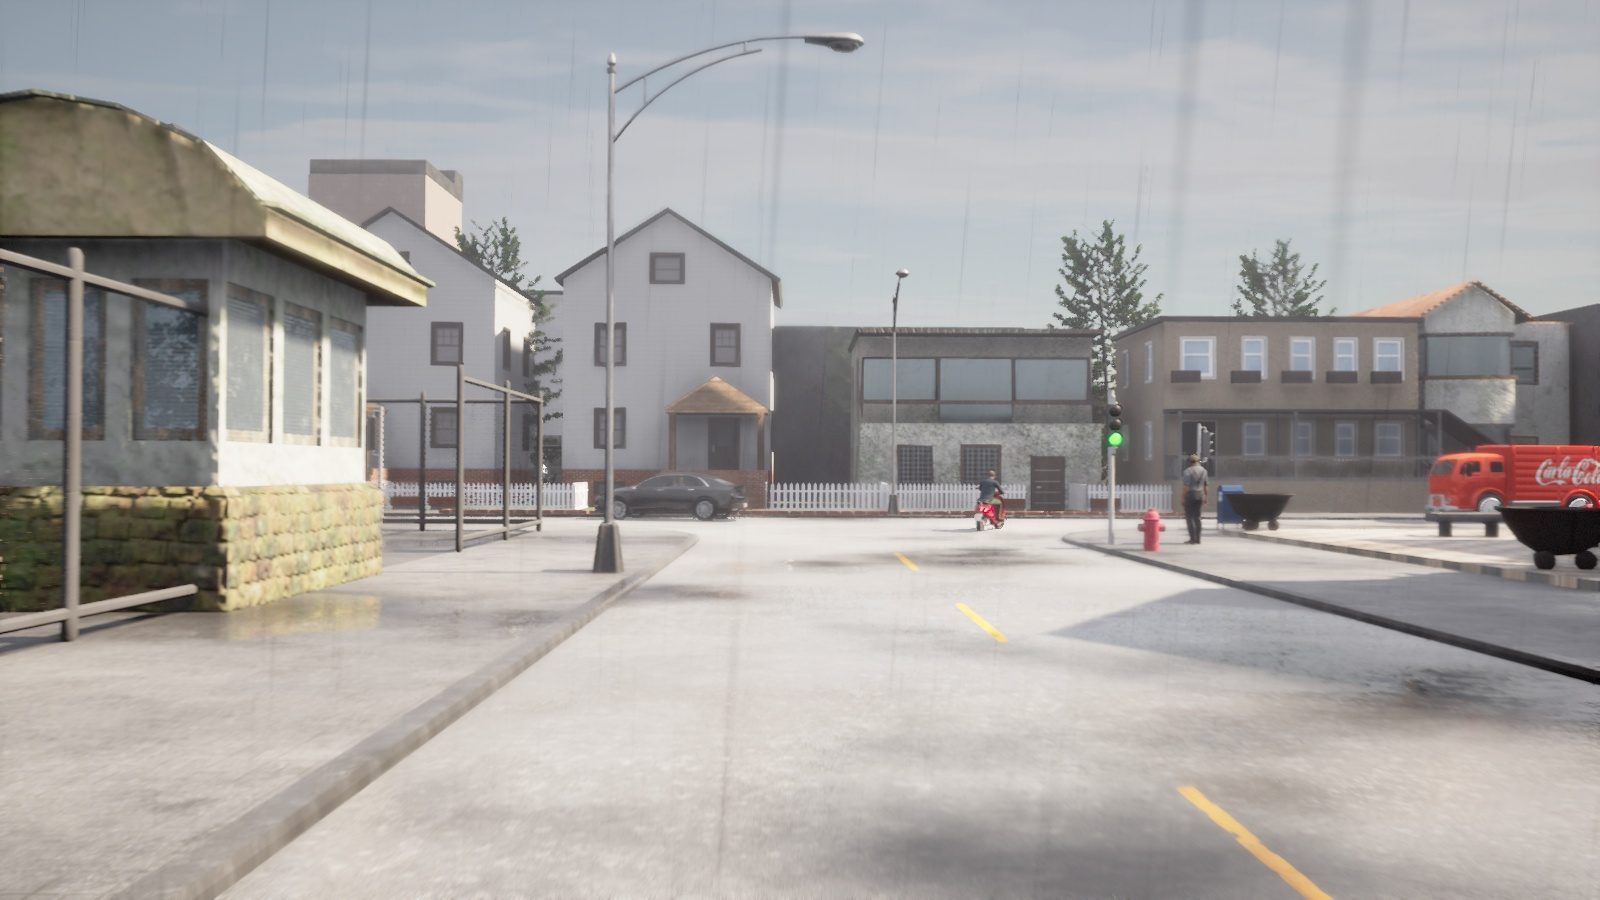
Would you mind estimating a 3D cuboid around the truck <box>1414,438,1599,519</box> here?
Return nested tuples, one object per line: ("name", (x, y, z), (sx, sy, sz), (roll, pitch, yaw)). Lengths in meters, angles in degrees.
("truck", (22.787, 0.905, 39.911), (5.204, 2.467, 2.627), (0, -1, -1))

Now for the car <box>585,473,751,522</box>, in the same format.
("car", (-4.146, 1.502, 39.667), (4.892, 1.490, 1.837), (0, -1, 12))

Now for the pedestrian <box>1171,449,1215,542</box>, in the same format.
("pedestrian", (7.972, 0.915, 25.487), (0.540, 1.848, 0.694), (0, -1, -18))

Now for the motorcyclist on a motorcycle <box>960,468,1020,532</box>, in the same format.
("motorcyclist on a motorcycle", (5.074, 1.309, 33.430), (0.866, 1.590, 1.817), (3, 1, 31))
